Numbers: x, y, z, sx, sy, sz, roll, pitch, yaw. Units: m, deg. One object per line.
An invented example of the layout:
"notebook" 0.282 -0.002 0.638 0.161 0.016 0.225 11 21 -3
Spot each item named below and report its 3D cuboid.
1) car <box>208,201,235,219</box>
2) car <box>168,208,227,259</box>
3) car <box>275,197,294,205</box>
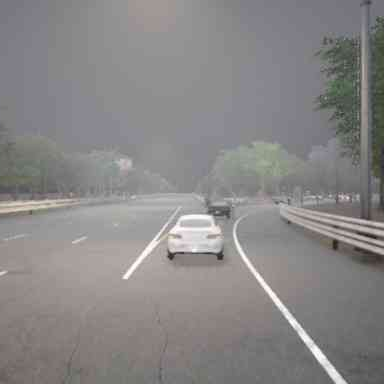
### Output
"car" 2.654 1.496 29.246 1.882 1.535 5.008 0 0 14
"car" 0.194 1.527 12.480 1.812 1.442 4.674 0 0 3
"car" 16.450 1.577 58.836 1.895 1.301 4.718 0 0 36
